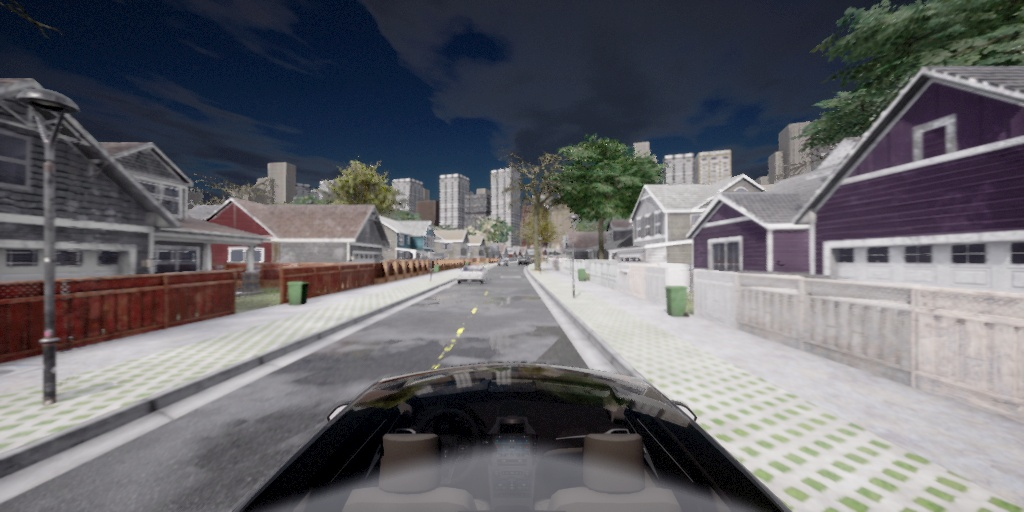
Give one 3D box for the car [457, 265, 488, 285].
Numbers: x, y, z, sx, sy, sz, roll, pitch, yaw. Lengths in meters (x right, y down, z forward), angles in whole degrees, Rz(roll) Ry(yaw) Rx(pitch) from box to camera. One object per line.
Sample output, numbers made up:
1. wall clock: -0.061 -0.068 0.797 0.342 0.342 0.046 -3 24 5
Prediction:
1. car: -2.849 1.348 26.371 1.895 1.301 4.718 0 0 0
